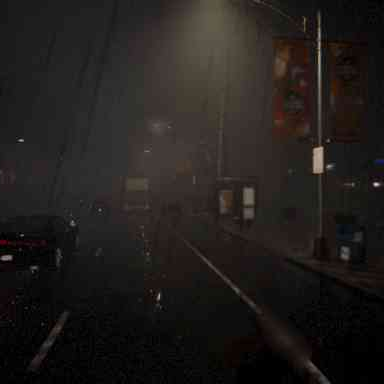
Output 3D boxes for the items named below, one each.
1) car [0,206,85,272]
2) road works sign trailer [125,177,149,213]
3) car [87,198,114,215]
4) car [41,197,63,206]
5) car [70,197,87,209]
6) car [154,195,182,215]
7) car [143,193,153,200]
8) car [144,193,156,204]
[{"bbox_3d":[-4.892,1.442,10.562,1.882,1.535,5.008,0,0,-9],"label":"car"},{"bbox_3d":[-5.606,0.291,33.987,2.380,3.560,2.880,0,0,-10],"label":"road works sign trailer"},{"bbox_3d":[-8.774,1.359,32.443,1.837,1.490,4.892,0,0,-10],"label":"car"},{"bbox_3d":[-17.928,1.372,42.618,1.812,1.442,4.674,0,0,-10],"label":"car"},{"bbox_3d":[-14.428,1.350,42.931,1.812,1.442,4.674,0,0,-10],"label":"car"},{"bbox_3d":[-2.088,1.299,31.935,2.231,1.521,4.892,0,0,-10],"label":"car"},{"bbox_3d":[-10.953,1.077,82.468,2.161,1.482,4.786,0,0,-10],"label":"car"},{"bbox_3d":[-7.333,1.028,60.837,2.185,1.767,4.553,0,0,-10],"label":"car"}]
